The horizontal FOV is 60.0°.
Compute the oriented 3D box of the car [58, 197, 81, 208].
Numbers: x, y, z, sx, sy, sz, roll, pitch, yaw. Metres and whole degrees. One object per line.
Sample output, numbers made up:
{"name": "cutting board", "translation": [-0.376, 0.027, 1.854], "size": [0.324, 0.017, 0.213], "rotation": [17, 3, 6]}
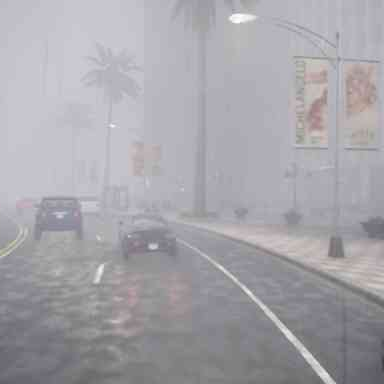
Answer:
{"name": "car", "translation": [-17.611, 1.458, 47.683], "size": [2.231, 1.521, 4.892], "rotation": [0, 0, -32]}

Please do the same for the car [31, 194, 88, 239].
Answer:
{"name": "car", "translation": [-7.093, 1.210, 17.632], "size": [2.150, 2.045, 5.566], "rotation": [1, 0, -24]}

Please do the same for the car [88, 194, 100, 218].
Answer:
{"name": "car", "translation": [-9.850, 1.213, 29.671], "size": [2.150, 2.045, 5.566], "rotation": [0, 0, -31]}

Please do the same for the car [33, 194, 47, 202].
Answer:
{"name": "car", "translation": [-33.265, 1.285, 72.539], "size": [2.185, 1.767, 4.553], "rotation": [0, 0, -32]}

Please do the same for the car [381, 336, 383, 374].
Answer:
{"name": "car", "translation": [2.999, 1.495, 1.613], "size": [1.882, 1.535, 5.008], "rotation": [0, 0, -1]}

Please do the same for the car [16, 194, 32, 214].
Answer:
{"name": "car", "translation": [-16.841, 1.313, 34.254], "size": [2.097, 1.767, 4.553], "rotation": [0, 0, -32]}

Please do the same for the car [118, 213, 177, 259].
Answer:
{"name": "car", "translation": [-1.770, 1.535, 12.642], "size": [1.812, 1.442, 4.674], "rotation": [1, 0, -14]}
